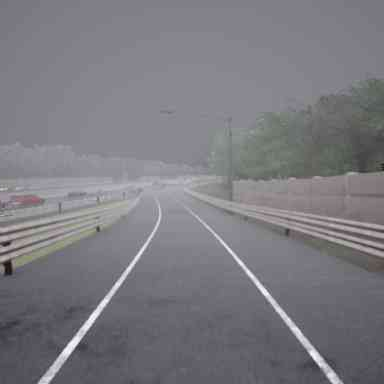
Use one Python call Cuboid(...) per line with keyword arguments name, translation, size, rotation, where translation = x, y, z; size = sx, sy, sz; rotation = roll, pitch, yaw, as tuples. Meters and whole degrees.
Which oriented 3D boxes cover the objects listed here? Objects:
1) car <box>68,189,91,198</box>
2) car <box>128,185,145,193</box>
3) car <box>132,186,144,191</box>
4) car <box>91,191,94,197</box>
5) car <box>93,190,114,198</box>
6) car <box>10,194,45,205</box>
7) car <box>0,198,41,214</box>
Cuboid(name="car", translation=(-23.272, 0.229, 67.841), size=(2.097, 1.767, 4.553), rotation=(0, 3, 11))
Cuboid(name="car", translation=(-13.361, -0.480, 82.516), size=(2.033, 1.411, 5.357), rotation=(0, 3, 11))
Cuboid(name="car", translation=(-14.974, -1.010, 92.783), size=(1.895, 1.301, 4.718), rotation=(0, 3, 11))
Cuboid(name="car", translation=(-19.451, 0.319, 69.205), size=(2.033, 1.411, 5.357), rotation=(0, 3, 11))
Cuboid(name="car", translation=(-16.761, 0.555, 64.610), size=(1.994, 1.385, 4.181), rotation=(0, 3, 11))
Cuboid(name="car", translation=(-23.547, 1.230, 47.621), size=(2.150, 2.045, 5.566), rotation=(0, 3, 11))
Cuboid(name="car", translation=(-21.231, 1.980, 41.070), size=(1.994, 1.385, 4.181), rotation=(0, 3, 11))
